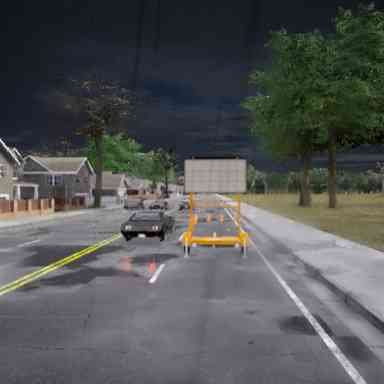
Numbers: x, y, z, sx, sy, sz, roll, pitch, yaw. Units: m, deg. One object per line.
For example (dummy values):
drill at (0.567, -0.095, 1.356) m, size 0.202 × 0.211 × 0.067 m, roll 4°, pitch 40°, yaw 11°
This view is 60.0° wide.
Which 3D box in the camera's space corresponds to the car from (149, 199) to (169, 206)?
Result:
car at (-4.018, 1.574, 41.058) m, size 1.994 × 1.385 × 4.181 m, roll 0°, pitch 0°, yaw 3°

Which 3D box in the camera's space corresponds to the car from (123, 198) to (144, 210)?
car at (-7.233, 1.515, 41.755) m, size 1.837 × 1.490 × 4.892 m, roll 0°, pitch 0°, yaw 3°

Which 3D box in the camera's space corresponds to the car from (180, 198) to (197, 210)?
car at (-0.503, 1.538, 42.076) m, size 1.812 × 1.442 × 4.674 m, roll 0°, pitch 0°, yaw 3°

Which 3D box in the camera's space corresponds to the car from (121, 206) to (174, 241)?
car at (-2.032, 1.599, 16.634) m, size 1.895 × 1.301 × 4.718 m, roll 0°, pitch 0°, yaw 3°

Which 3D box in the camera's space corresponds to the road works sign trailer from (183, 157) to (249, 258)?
road works sign trailer at (0.890, 0.462, 12.741) m, size 2.380 × 3.560 × 2.880 m, roll 0°, pitch 0°, yaw 3°
